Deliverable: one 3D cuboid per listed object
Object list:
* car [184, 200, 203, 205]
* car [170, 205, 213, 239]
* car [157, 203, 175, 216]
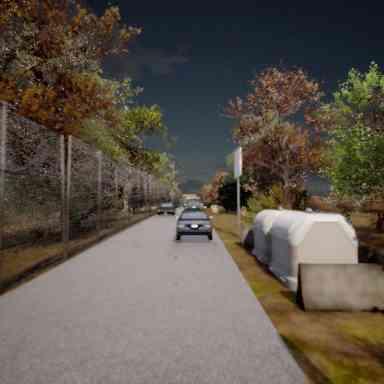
[{"bbox_3d":[0.199,1.742,38.457,2.097,1.767,4.553,0,-1,0],"label":"car"},{"bbox_3d":[0.118,1.637,17.808,2.033,1.411,5.357,0,-1,0],"label":"car"},{"bbox_3d":[-2.759,1.918,37.322,2.033,1.411,5.357,0,-1,0],"label":"car"}]
